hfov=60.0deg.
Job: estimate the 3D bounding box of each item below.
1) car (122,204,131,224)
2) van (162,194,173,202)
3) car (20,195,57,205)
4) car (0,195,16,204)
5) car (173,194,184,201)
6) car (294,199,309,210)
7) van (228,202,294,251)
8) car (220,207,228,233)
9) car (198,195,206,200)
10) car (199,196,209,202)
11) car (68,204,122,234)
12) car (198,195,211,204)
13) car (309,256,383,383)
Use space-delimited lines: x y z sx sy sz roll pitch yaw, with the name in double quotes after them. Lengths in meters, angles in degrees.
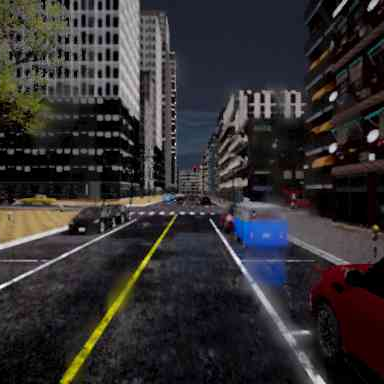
-5.698 1.557 24.642 1.947 1.339 4.313 0 0 0 "car"
-5.712 1.328 74.253 1.690 1.788 3.998 0 0 0 "van"
-22.044 1.113 47.746 4.829 1.417 1.752 1 -1 -1 "car"
-27.489 1.052 47.595 4.313 1.339 1.947 1 -1 -1 "car"
-3.022 1.583 84.289 1.895 1.301 4.718 0 0 0 "car"
16.015 1.746 48.100 4.097 1.590 1.967 1 -1 -1 "car"
2.684 1.336 13.848 1.690 1.788 3.998 0 0 0 "van"
2.683 1.433 19.398 1.967 1.590 4.097 0 0 0 "car"
2.664 1.540 91.219 2.008 1.369 4.403 0 0 0 "car"
2.669 1.532 74.256 1.887 1.381 4.507 0 0 0 "car"
-5.697 1.559 19.395 1.947 1.339 4.313 0 0 0 "car"
2.672 1.553 64.289 1.947 1.339 4.313 0 0 0 "car"
2.687 1.314 2.745 2.192 1.841 5.009 0 0 0 "car"
